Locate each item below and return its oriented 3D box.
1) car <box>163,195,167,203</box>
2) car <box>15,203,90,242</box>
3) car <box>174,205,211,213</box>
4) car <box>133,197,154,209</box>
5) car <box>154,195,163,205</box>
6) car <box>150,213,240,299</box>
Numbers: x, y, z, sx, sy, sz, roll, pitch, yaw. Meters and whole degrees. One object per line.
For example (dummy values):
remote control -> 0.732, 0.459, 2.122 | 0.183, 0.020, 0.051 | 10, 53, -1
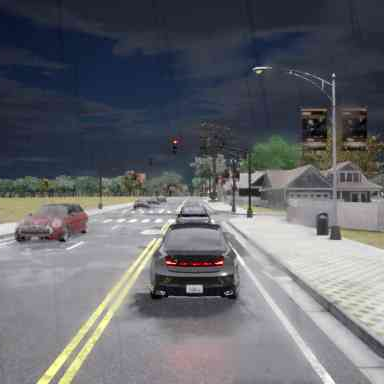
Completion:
car -> -6.604, 1.475, 72.420 | 1.882, 1.535, 5.008 | 0, 0, 0
car -> -6.623, 1.360, 16.227 | 2.097, 1.767, 4.553 | 0, 0, 0
car -> 0.048, 1.501, 18.720 | 2.128, 1.511, 4.902 | 0, 0, -2
car -> -6.663, 1.573, 45.001 | 1.994, 1.385, 4.181 | 0, 0, 0
car -> -6.662, 1.565, 57.896 | 1.994, 1.385, 4.181 | 0, 0, 0
car -> 0.071, 1.510, 8.451 | 1.837, 1.490, 4.892 | 0, 0, 1
